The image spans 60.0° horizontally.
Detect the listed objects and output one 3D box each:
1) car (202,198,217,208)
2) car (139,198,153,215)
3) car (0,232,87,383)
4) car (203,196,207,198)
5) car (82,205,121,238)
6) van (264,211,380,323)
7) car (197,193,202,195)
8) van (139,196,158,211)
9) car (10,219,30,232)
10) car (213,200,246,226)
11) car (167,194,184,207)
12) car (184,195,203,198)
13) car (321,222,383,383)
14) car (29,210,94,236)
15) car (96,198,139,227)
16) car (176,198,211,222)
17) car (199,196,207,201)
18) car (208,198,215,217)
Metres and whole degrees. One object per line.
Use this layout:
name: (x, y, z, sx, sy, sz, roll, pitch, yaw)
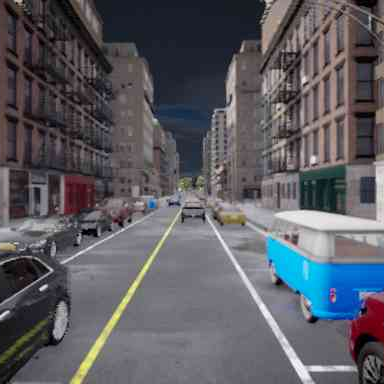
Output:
car: (2.648, 1.587, 50.166, 2.008, 1.369, 4.403, 0, 0, 0)
car: (-5.386, 1.606, 33.947, 1.802, 1.307, 4.206, 0, 0, 0)
car: (-2.848, 1.507, 3.538, 1.837, 1.490, 4.892, 0, 0, 0)
car: (2.653, 1.557, 44.929, 1.752, 1.417, 4.829, 0, 0, 0)
car: (-5.394, 1.578, 17.728, 1.947, 1.339, 4.313, 0, 0, 0)
van: (2.681, 1.346, 6.917, 1.690, 1.788, 3.998, 0, 0, 0)
car: (2.651, 1.607, 77.041, 2.008, 1.369, 4.403, 0, 0, 0)
van: (-5.384, 1.369, 39.354, 1.690, 1.788, 3.998, 0, 0, 0)
car: (-5.398, 1.530, 6.747, 1.752, 1.417, 4.829, 0, 0, 0)
car: (2.669, 1.542, 23.305, 1.752, 1.417, 4.829, 0, 0, 0)
car: (-2.752, 1.516, 52.185, 1.882, 1.535, 5.008, 0, 0, 0)
car: (0.108, 1.508, 42.160, 1.882, 1.535, 5.008, 0, 0, 0)
car: (2.685, 1.316, 1.510, 2.192, 1.841, 5.009, 0, 0, 0)
car: (-5.396, 1.560, 12.322, 2.008, 1.369, 4.403, 0, 0, 0)
car: (-5.391, 1.331, 23.135, 2.192, 1.841, 5.009, 0, 0, 0)
car: (0.104, 1.510, 26.411, 2.128, 1.511, 4.902, 0, 0, 0)
car: (2.652, 1.642, 82.723, 1.802, 1.307, 4.206, 0, 0, 0)
car: (2.665, 1.460, 28.541, 1.967, 1.590, 4.097, 0, 0, 0)
